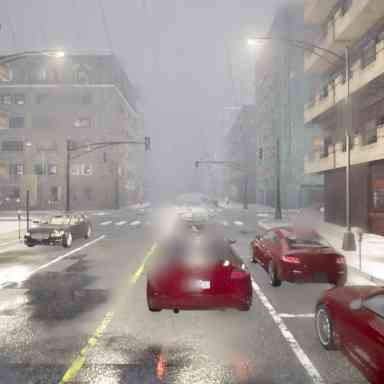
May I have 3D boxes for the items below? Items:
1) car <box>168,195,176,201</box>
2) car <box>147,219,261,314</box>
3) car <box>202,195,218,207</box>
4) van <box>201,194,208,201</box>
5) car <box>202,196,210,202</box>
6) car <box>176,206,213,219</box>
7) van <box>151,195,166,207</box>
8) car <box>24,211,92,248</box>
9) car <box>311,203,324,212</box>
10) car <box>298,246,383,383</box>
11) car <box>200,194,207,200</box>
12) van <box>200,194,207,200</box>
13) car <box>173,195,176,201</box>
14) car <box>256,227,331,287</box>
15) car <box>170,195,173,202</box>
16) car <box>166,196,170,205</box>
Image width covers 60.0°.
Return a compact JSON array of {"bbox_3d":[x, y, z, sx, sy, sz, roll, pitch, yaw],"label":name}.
[{"bbox_3d":[-5.175,1.554,86.811,1.887,1.381,4.507,1,0,0],"label":"car"},{"bbox_3d":[0.117,1.566,7.726,1.994,1.385,4.181,0,0,-1],"label":"car"},{"bbox_3d":[3.035,1.558,51.123,2.008,1.369,4.403,1,0,0],"label":"car"},{"bbox_3d":[3.208,1.349,86.721,1.690,1.788,3.998,1,0,0],"label":"van"},{"bbox_3d":[3.116,1.590,75.381,1.802,1.307,4.206,1,0,0],"label":"car"},{"bbox_3d":[0.125,1.604,16.544,1.895,1.301,4.718,0,0,0],"label":"car"},{"bbox_3d":[-5.512,1.349,52.796,1.690,1.788,3.998,1,0,0],"label":"van"},{"bbox_3d":[-5.749,1.554,14.751,2.008,1.369,4.403,1,0,0],"label":"car"},{"bbox_3d":[15.599,1.518,36.878,4.507,1.381,1.887,0,-1,1],"label":"car"},{"bbox_3d":[2.672,1.583,3.330,1.802,1.307,4.206,1,0,0],"label":"car"},{"bbox_3d":[3.072,1.558,69.711,2.008,1.369,4.403,1,0,0],"label":"car"},{"bbox_3d":[3.252,1.350,92.391,1.690,1.788,3.998,1,0,0],"label":"van"},{"bbox_3d":[-5.264,1.575,75.471,1.947,1.339,4.313,1,0,0],"label":"car"},{"bbox_3d":[2.680,1.584,9.001,1.802,1.307,4.206,1,0,0],"label":"car"},{"bbox_3d":[-5.350,1.448,64.129,1.967,1.590,4.097,1,0,0],"label":"car"},{"bbox_3d":[-5.396,1.574,58.459,1.947,1.339,4.313,1,0,0],"label":"car"}]
